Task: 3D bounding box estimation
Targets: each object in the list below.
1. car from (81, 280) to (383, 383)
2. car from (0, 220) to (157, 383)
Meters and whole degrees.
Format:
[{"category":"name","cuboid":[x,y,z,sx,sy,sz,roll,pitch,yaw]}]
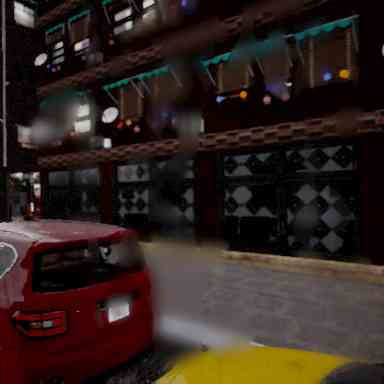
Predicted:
[{"category":"car","cuboid":[1.699,1.524,1.675,4.829,1.417,1.752,0,-1,36]},{"category":"car","cuboid":[-2.696,1.332,4.817,5.009,1.841,2.192,0,-1,36]}]
